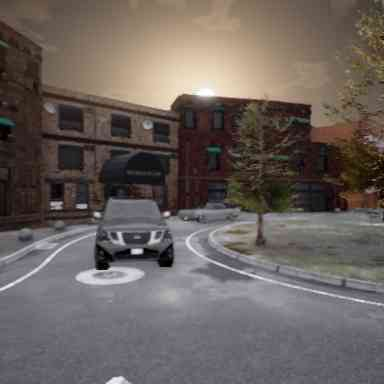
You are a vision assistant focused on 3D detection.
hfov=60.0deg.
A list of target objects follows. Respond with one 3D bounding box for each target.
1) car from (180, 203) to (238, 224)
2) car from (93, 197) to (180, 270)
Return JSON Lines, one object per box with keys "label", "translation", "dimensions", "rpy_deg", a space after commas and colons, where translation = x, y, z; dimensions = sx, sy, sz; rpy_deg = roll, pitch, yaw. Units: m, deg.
{"label": "car", "translation": [1.250, 1.502, 24.267], "dimensions": [4.718, 1.301, 1.895], "rpy_deg": [0, 1, -40]}
{"label": "car", "translation": [-2.074, 1.200, 11.410], "dimensions": [2.150, 2.045, 5.566], "rpy_deg": [0, 0, -13]}
